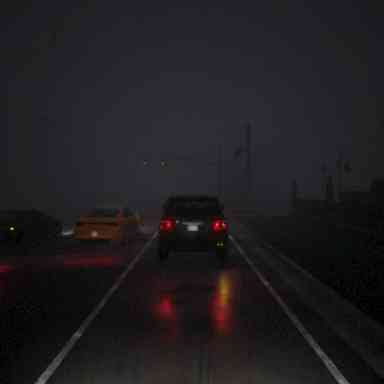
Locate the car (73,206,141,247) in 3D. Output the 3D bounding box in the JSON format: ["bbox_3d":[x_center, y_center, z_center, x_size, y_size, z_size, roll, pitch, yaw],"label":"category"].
[{"bbox_3d":[-3.433,1.311,14.249,1.882,1.535,5.008,0,1,0],"label":"car"}]

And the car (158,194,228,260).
[{"bbox_3d":[0.053,1.080,12.063,2.150,2.045,5.566,0,1,1],"label":"car"}]

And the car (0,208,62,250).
[{"bbox_3d":[-6.937,1.368,13.476,1.812,1.442,4.674,0,1,0],"label":"car"}]
